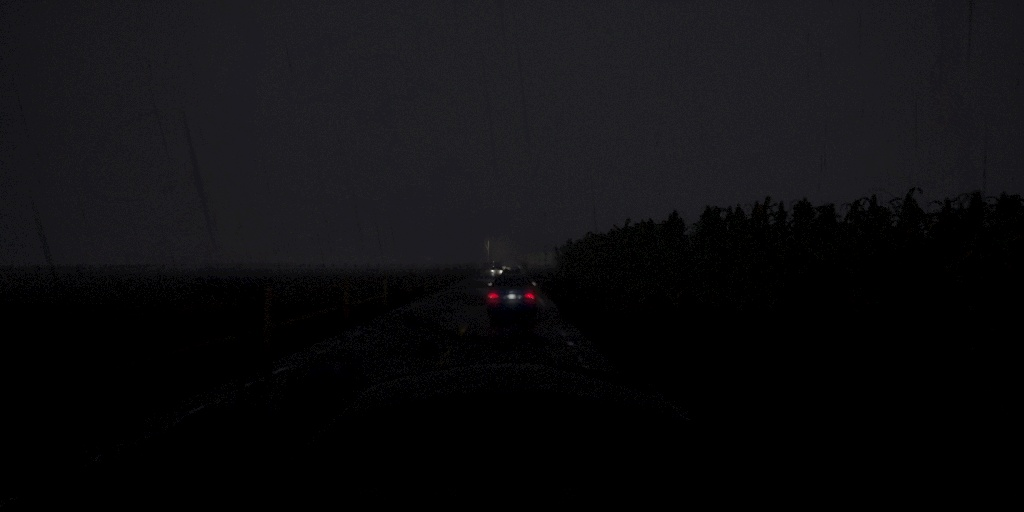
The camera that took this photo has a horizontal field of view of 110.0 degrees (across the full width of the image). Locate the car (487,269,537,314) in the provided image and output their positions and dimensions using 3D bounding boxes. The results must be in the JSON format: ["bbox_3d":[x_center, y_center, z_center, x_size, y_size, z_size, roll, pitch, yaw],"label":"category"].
[{"bbox_3d":[0.017,1.418,14.360,2.033,1.411,5.357,0,-1,0],"label":"car"}]

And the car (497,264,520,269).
[{"bbox_3d":[0.040,1.581,30.354,1.994,1.385,4.181,0,0,1],"label":"car"}]
